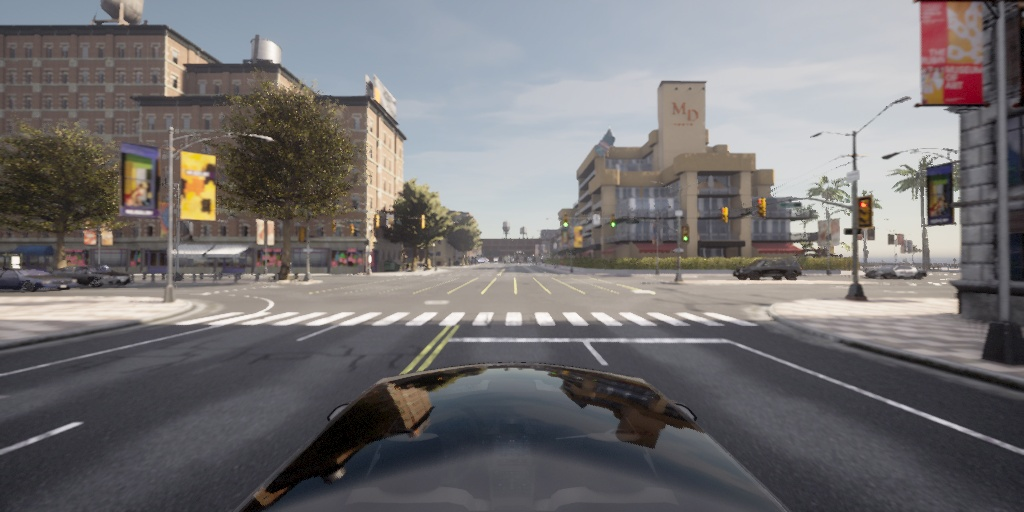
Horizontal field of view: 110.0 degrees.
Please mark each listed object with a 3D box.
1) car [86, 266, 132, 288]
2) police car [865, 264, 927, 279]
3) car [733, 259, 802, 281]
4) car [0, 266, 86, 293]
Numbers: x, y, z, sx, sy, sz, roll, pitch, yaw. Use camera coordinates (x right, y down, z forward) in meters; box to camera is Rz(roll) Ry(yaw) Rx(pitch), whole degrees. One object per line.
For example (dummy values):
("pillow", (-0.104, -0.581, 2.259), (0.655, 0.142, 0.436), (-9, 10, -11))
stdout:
("car", (-30.380, 1.480, 25.796), (4.902, 1.511, 2.128), (0, -1, 0))
("police car", (39.337, 1.611, 36.946), (4.974, 1.542, 2.038), (0, -1, 0))
("car", (23.888, 1.286, 33.623), (5.566, 2.045, 2.150), (-1, -1, 2))
("car", (-30.518, 1.501, 22.296), (5.357, 1.411, 2.033), (0, -1, 0))
